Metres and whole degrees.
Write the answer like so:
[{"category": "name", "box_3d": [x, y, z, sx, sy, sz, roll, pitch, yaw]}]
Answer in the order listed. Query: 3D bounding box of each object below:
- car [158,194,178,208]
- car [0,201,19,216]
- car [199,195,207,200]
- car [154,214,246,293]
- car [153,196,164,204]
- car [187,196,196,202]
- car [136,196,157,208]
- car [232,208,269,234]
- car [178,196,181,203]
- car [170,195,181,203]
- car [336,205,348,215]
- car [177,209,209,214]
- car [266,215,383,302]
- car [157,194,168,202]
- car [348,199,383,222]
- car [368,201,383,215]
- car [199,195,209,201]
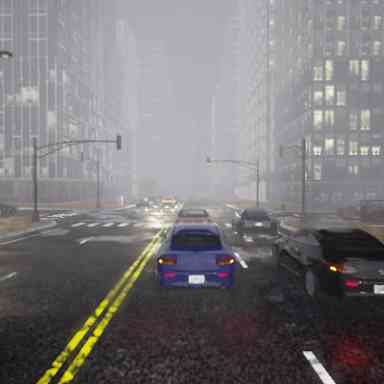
[{"category": "car", "box_3d": [-3.439, 1.483, 48.723, 1.882, 1.535, 5.008, 0, 0, 0]}, {"category": "car", "box_3d": [-18.520, 1.383, 30.491, 4.892, 1.490, 1.837, 1, 1, 2]}, {"category": "car", "box_3d": [3.073, 1.536, 90.159, 1.994, 1.385, 4.181, 0, 0, 0]}, {"category": "car", "box_3d": [0.084, 1.529, 8.772, 1.812, 1.442, 4.674, 0, 0, 0]}, {"category": "car", "box_3d": [-6.655, 1.504, 66.415, 1.837, 1.490, 4.892, 0, 0, 0]}, {"category": "car", "box_3d": [-0.154, 1.532, 78.466, 2.033, 1.411, 5.357, 0, 0, 0]}, {"category": "car", "box_3d": [-6.691, 1.553, 47.323, 2.033, 1.411, 5.357, 0, 0, 0]}, {"category": "car", "box_3d": [3.362, 1.570, 18.460, 1.994, 1.385, 4.181, 0, 0, 2]}, {"category": "car", "box_3d": [-3.442, 1.603, 58.102, 1.895, 1.301, 4.718, 0, 0, 0]}, {"category": "car", "box_3d": [-3.386, 1.475, 68.630, 1.882, 1.535, 5.008, 0, 0, 0]}, {"category": "car", "box_3d": [16.728, 1.708, 33.194, 4.181, 1.385, 1.994, 1, 1, 1]}, {"category": "car", "box_3d": [0.064, 1.606, 19.391, 1.895, 1.301, 4.718, 0, 0, 0]}, {"category": "car", "box_3d": [3.335, 1.528, 8.125, 1.812, 1.442, 4.674, 0, 0, 0]}, {"category": "car", "box_3d": [-6.651, 1.349, 76.340, 2.097, 1.767, 4.553, 0, 0, 0]}, {"category": "car", "box_3d": [16.148, 1.543, 27.417, 5.009, 1.841, 2.192, 1, 0, 1]}, {"category": "car", "box_3d": [21.740, 1.674, 35.714, 4.829, 1.417, 1.752, 1, 0, 1]}, {"category": "car", "box_3d": [3.093, 1.587, 79.988, 1.895, 1.301, 4.718, 0, 0, 0]}]
